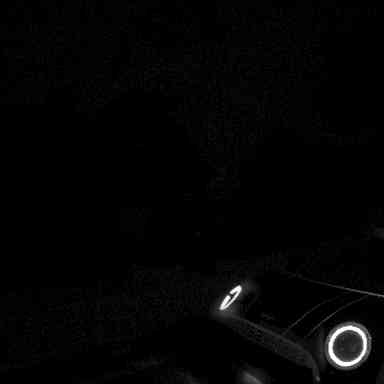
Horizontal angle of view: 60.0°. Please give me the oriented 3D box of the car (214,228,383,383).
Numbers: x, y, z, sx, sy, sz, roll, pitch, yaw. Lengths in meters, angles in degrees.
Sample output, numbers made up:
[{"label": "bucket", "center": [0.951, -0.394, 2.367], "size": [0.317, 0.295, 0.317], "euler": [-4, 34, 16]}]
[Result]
[{"label": "car", "center": [2.502, 1.355, 4.627], "size": [4.553, 1.767, 2.097], "euler": [0, 0, -33]}]
